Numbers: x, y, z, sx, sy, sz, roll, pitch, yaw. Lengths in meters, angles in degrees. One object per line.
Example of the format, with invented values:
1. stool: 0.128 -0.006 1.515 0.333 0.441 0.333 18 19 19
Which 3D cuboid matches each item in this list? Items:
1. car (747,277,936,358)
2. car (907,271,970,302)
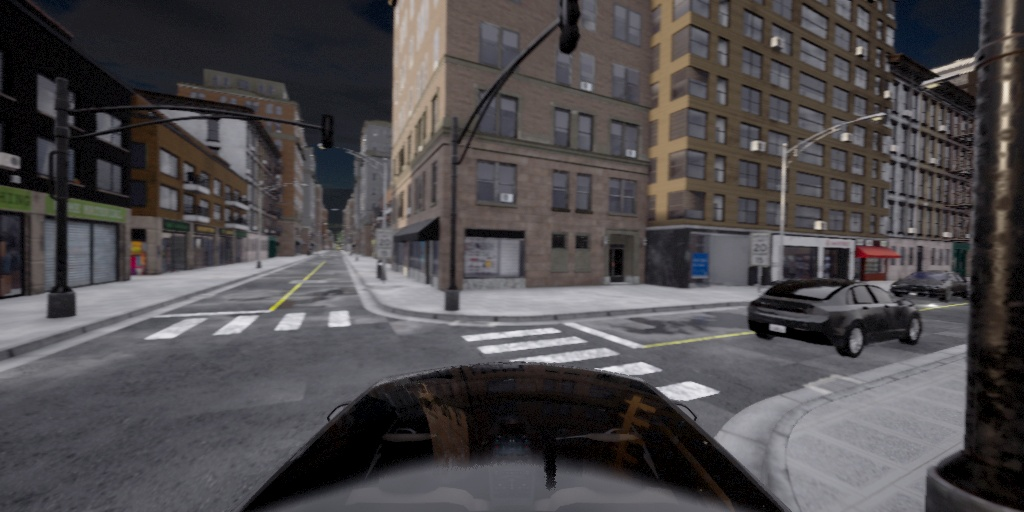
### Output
1. car: 7.818 1.317 8.655 4.892 1.490 1.837 1 1 -26
2. car: 21.965 1.485 18.642 5.357 1.411 2.033 1 1 -26
